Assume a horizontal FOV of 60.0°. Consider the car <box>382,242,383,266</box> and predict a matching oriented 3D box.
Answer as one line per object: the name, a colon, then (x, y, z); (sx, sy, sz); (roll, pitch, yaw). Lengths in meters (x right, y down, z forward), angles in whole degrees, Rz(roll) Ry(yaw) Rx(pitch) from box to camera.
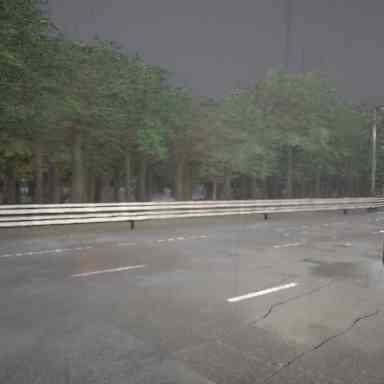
car: (7.036, 1.411, 8.881); (5.008, 1.535, 1.882); (0, 1, -36)
